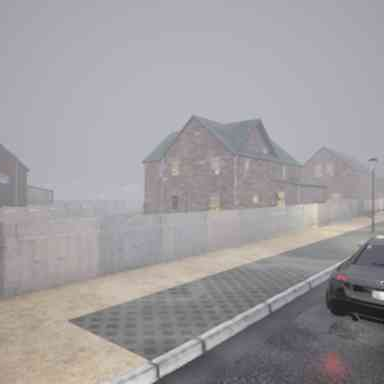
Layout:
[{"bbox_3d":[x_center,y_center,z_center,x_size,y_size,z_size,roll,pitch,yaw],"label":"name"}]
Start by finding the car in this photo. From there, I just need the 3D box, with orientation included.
[{"bbox_3d":[4.246,1.572,6.642,1.994,1.385,4.181,0,0,40],"label":"car"}]
